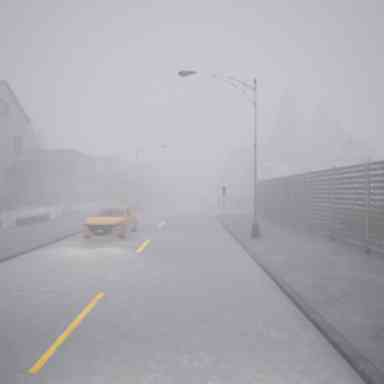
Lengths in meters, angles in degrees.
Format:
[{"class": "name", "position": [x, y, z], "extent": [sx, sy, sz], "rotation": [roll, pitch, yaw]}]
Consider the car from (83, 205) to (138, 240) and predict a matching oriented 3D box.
[{"class": "car", "position": [-4.042, 1.460, 17.182], "extent": [1.882, 1.535, 5.008], "rotation": [0, 0, 0]}]
